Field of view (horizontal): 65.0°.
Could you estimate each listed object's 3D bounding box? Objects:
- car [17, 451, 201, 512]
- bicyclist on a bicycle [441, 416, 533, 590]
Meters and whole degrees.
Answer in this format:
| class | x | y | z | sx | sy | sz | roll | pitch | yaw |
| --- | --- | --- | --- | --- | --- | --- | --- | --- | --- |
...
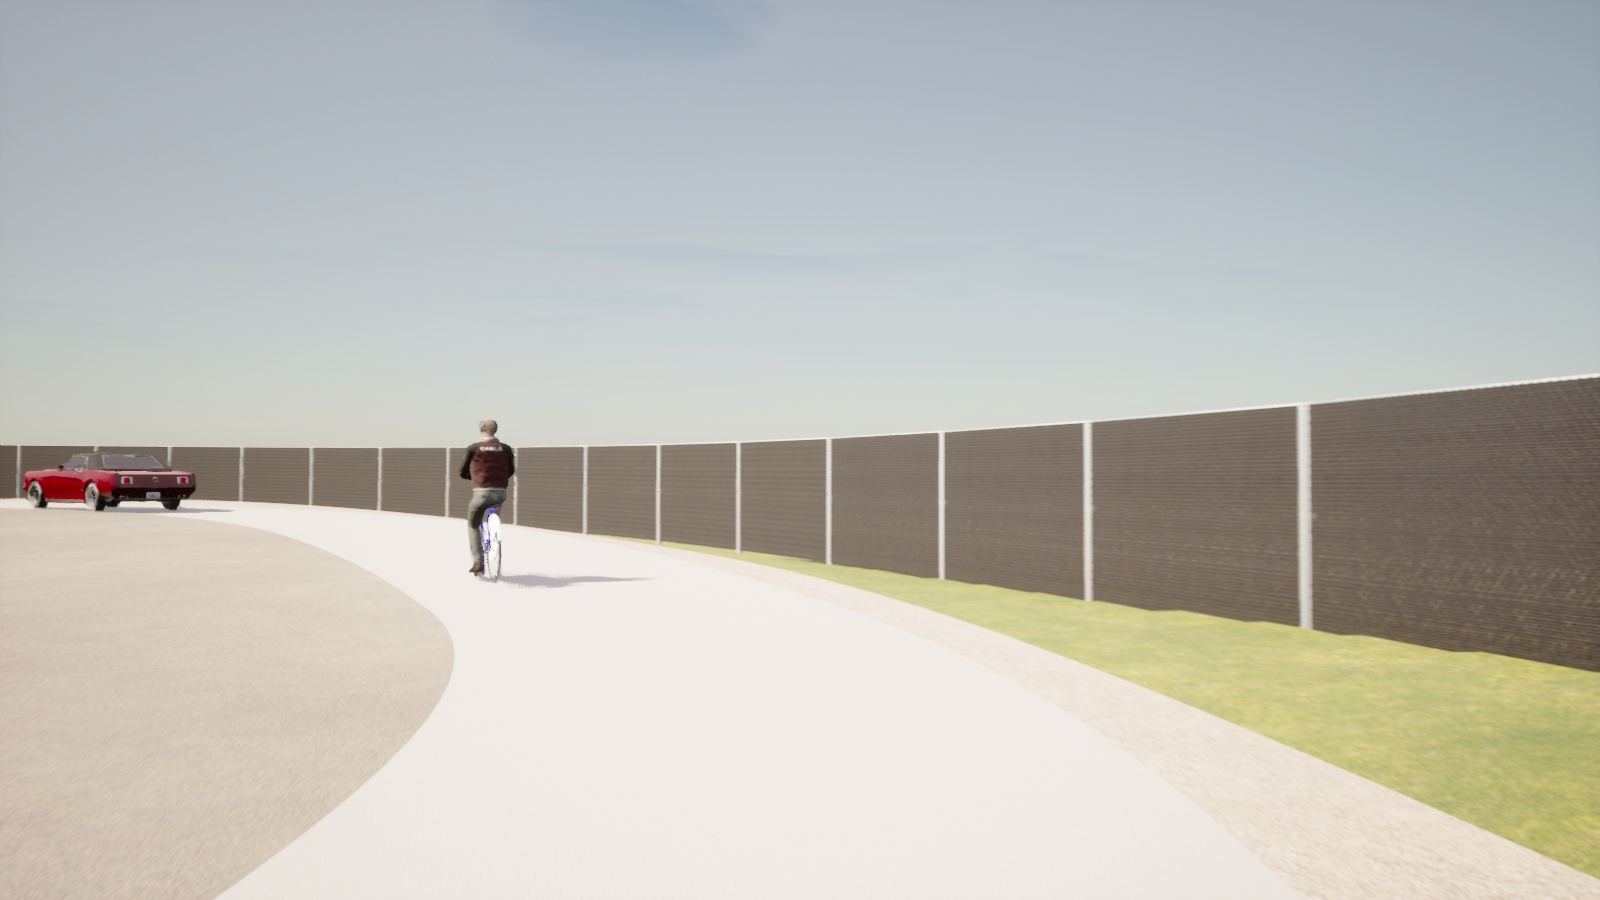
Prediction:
| class | x | y | z | sx | sy | sz | roll | pitch | yaw |
| --- | --- | --- | --- | --- | --- | --- | --- | --- | --- |
| car | -15.812 | 0.691 | 28.653 | 4.718 | 1.301 | 1.895 | 0 | -1 | 37 |
| bicyclist on a bicycle | -3.456 | 0.533 | 13.768 | 0.659 | 1.776 | 1.843 | 0 | 1 | -24 |
